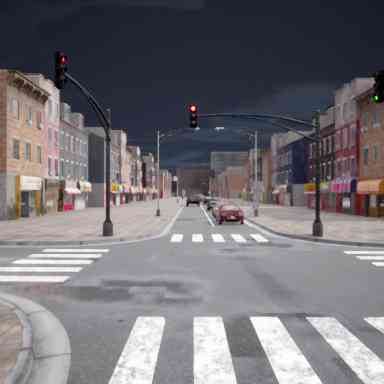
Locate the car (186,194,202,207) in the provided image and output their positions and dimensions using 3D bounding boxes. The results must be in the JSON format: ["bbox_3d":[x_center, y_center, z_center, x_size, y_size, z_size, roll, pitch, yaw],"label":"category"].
[{"bbox_3d":[0.182,1.307,54.207,2.150,2.045,5.566,0,0,1],"label":"car"}]

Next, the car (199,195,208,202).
[{"bbox_3d":[2.835,1.630,81.044,1.967,1.590,4.097,0,0,0],"label":"car"}]

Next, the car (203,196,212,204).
[{"bbox_3d":[3.193,1.670,69.417,1.812,1.442,4.674,0,0,0],"label":"car"}]

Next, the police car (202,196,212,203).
[{"bbox_3d":[3.161,1.542,62.528,1.930,1.638,5.238,0,0,0],"label":"police car"}]

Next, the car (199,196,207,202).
[{"bbox_3d":[2.849,1.795,86.724,1.802,1.307,4.206,0,0,0],"label":"car"}]

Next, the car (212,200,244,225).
[{"bbox_3d":[2.698,1.559,24.248,1.887,1.381,4.507,0,0,0],"label":"car"}]

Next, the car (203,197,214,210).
[{"bbox_3d":[2.739,1.612,41.287,1.947,1.339,4.313,0,0,0],"label":"car"}]

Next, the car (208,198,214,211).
[{"bbox_3d":[2.712,1.548,30.098,1.752,1.417,4.829,0,0,0],"label":"car"}]
